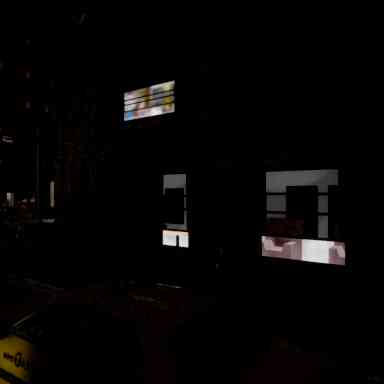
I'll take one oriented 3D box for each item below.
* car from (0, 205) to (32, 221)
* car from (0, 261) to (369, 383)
[{"bbox_3d":[-16.721,1.836,29.250,1.752,1.417,4.829,-1,-2,35],"label":"car"},{"bbox_3d":[-0.825,1.525,3.444,4.829,1.417,1.752,0,0,35],"label":"car"}]
